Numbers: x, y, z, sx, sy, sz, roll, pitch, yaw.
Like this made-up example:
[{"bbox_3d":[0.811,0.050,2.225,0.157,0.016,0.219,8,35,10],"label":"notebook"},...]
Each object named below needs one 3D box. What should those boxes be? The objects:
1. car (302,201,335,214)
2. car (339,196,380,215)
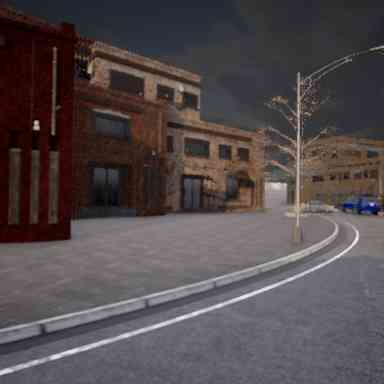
[{"bbox_3d":[14.570,1.742,38.434,1.895,1.301,4.718,1,0,-5],"label":"car"},{"bbox_3d":[18.358,1.415,36.674,2.150,2.045,5.566,1,0,-1],"label":"car"}]
